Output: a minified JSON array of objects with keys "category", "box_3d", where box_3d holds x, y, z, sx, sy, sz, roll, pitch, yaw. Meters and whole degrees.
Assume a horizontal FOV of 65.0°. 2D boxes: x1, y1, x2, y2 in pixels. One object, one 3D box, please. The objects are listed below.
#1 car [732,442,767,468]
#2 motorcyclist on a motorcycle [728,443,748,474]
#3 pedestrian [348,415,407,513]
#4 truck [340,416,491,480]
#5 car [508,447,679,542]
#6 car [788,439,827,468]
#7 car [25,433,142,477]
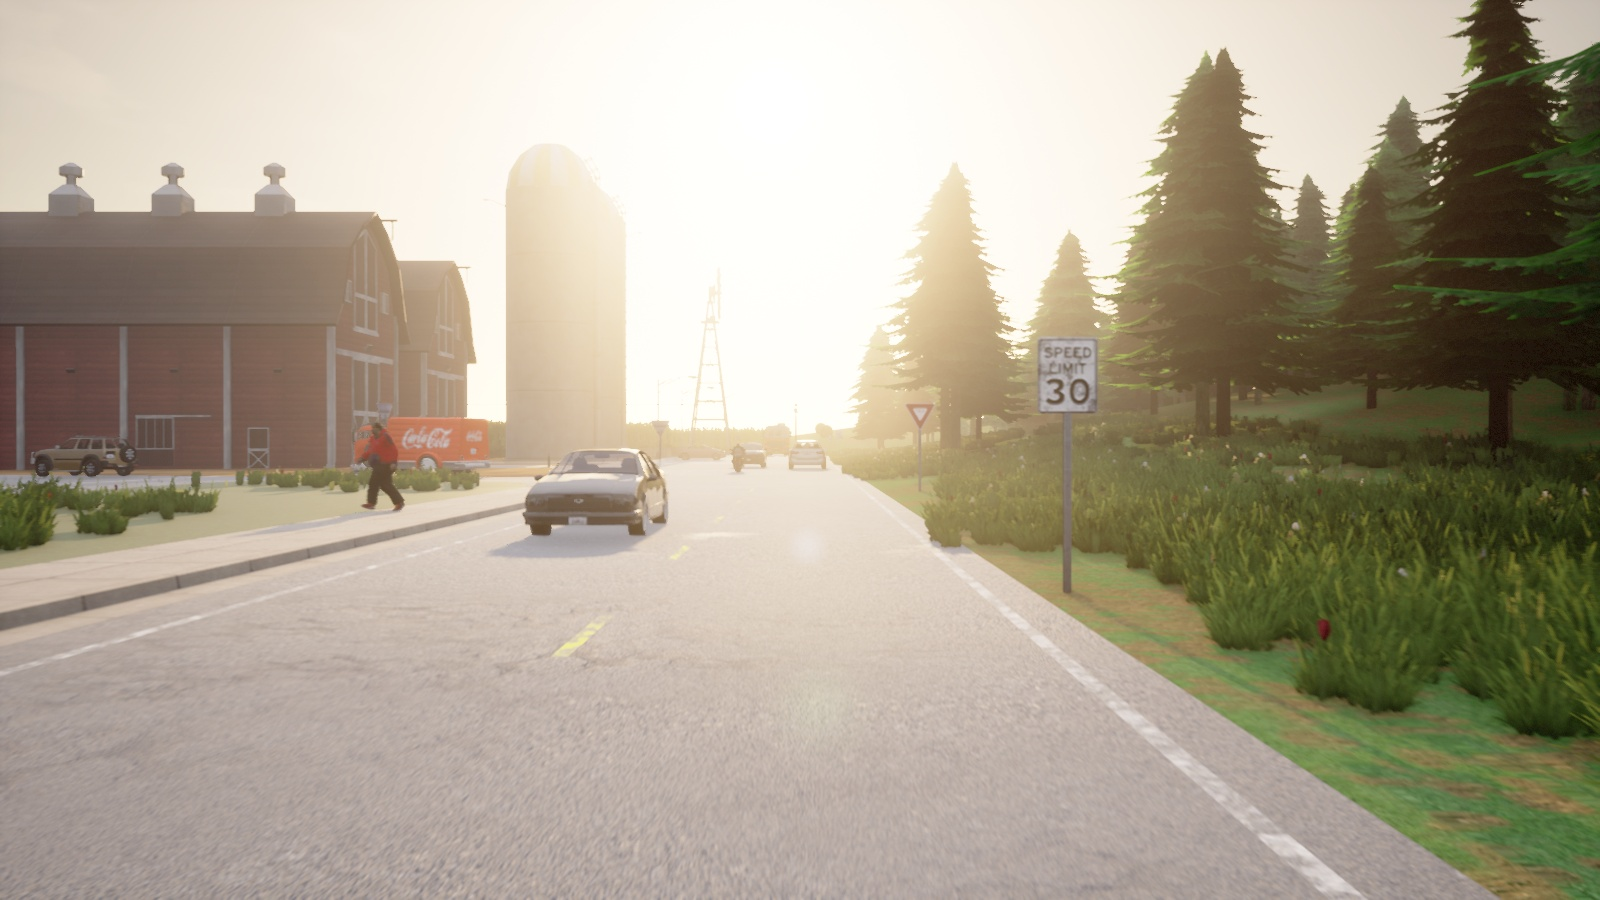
[{"category":"car","box_3d":[-3.049,0.290,76.641,1.882,1.535,5.008,0,0,0]},{"category":"motorcyclist on a motorcycle","box_3d":[-3.125,0.423,63.295,0.866,1.530,2.191,0,0,0]},{"category":"pedestrian","box_3d":[-8.168,0.258,24.287,0.899,1.844,0.634,0,0,-43]},{"category":"truck","box_3d":[-15.486,-0.103,50.653,5.204,2.467,2.627,1,0,16]},{"category":"car","box_3d":[-3.362,0.670,21.580,2.033,1.411,5.357,0,0,0]},{"category":"car","box_3d":[0.434,0.177,73.610,2.242,1.667,4.611,0,0,0]},{"category":"car","box_3d":[-31.745,0.211,55.660,4.605,1.855,1.932,0,0,19]}]
